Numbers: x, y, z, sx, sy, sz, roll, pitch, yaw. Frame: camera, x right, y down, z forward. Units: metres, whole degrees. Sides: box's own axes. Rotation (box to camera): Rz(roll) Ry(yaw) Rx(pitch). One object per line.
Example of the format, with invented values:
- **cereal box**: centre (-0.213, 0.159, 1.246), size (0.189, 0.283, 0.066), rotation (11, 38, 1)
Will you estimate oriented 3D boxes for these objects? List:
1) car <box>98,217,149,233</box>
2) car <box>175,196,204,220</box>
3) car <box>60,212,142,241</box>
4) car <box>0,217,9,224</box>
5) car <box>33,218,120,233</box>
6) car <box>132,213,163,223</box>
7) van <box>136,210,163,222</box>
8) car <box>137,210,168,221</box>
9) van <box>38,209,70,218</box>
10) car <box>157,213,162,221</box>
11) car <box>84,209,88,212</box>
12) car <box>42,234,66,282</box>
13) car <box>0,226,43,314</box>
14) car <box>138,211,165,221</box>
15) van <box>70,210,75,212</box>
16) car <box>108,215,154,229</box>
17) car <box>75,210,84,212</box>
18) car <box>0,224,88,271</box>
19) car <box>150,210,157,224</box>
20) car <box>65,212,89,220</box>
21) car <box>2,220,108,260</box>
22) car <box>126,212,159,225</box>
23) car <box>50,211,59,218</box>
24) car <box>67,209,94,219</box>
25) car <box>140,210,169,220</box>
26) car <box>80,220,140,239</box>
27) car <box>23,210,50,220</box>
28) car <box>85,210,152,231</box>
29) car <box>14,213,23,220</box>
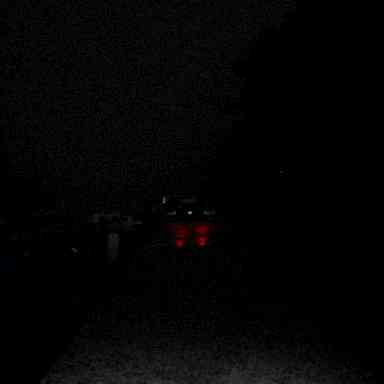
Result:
- **car**: centre (-7.257, 3.456, 35.118), size (4.892, 1.521, 2.231), rotation (2, -3, -21)
- **car**: centre (-0.149, 1.021, 22.643), size (1.812, 1.442, 4.674), rotation (0, 2, -1)
- **car**: centre (-7.126, 2.807, 26.051), size (5.566, 2.045, 2.435), rotation (2, -2, -21)
- **car**: centre (-24.414, 3.656, 38.600), size (5.366, 1.575, 1.946), rotation (0, -2, -21)
- **car**: centre (-6.984, 2.670, 20.034), size (4.553, 1.767, 2.185), rotation (2, -2, -21)
- **car**: centre (-7.560, 4.379, 56.241), size (4.892, 1.521, 2.231), rotation (2, -2, -21)
- **van**: centre (-7.504, 4.286, 59.317), size (4.442, 1.987, 1.878), rotation (2, -3, -21)
- **car**: centre (-7.724, 4.519, 65.291), size (5.566, 2.045, 2.435), rotation (2, -2, -21)
- **van**: centre (-24.676, 4.336, 59.328), size (4.442, 1.987, 1.878), rotation (0, -2, -21)
- **car**: centre (-7.353, 3.600, 44.190), size (5.566, 2.045, 2.435), rotation (2, -3, -21)
- **car**: centre (-24.680, 4.696, 68.258), size (5.566, 2.045, 2.435), rotation (0, -3, -21)
- **car**: centre (-6.864, 2.400, 10.958), size (4.892, 1.521, 2.231), rotation (2, -2, -21)
- **car**: centre (-6.801, 2.017, 7.968), size (5.566, 2.045, 2.435), rotation (2, -3, -21)
- **car**: centre (-7.626, 4.515, 62.291), size (4.553, 1.767, 2.185), rotation (2, -2, -21)
- **van**: centre (-24.720, 4.464, 62.284), size (4.442, 1.987, 1.878), rotation (0, -2, -21)
- **car**: centre (-7.508, 3.711, 41.079), size (5.366, 1.575, 1.946), rotation (2, -2, -21)
- **car**: centre (-24.636, 4.568, 65.302), size (5.566, 2.045, 2.435), rotation (0, -3, -21)
- **car**: centre (-6.946, 2.404, 13.974), size (4.553, 1.767, 2.185), rotation (2, -3, -21)
- **car**: centre (-7.319, 3.335, 38.133), size (5.566, 2.045, 2.435), rotation (2, -2, -21)
- **car**: centre (-24.729, 5.105, 71.209), size (4.792, 1.488, 2.163), rotation (0, -3, -21)
- **car**: centre (-6.932, 2.538, 17.010), size (4.553, 1.767, 2.185), rotation (2, -2, -21)
- **car**: centre (-7.503, 3.988, 50.203), size (4.553, 1.767, 2.185), rotation (2, -3, -21)
- **car**: centre (-24.472, 4.306, 53.459), size (4.892, 1.521, 2.231), rotation (0, -2, -21)
- **car**: centre (-24.815, 4.952, 74.135), size (5.566, 2.045, 2.435), rotation (0, -2, -21)
- **car**: centre (-7.730, 4.652, 68.349), size (5.566, 2.045, 2.435), rotation (2, -3, -21)
- **car**: centre (-7.179, 3.219, 29.059), size (4.792, 1.488, 2.163), rotation (2, -2, -21)
- **car**: centre (-24.458, 4.050, 50.492), size (4.553, 1.767, 2.185), rotation (0, -3, -21)
- **car**: centre (-7.165, 3.072, 32.112), size (5.566, 2.045, 2.435), rotation (2, -3, -21)
- **car**: centre (-24.267, 3.818, 41.645), size (4.792, 1.488, 2.163), rotation (0, -3, -21)
